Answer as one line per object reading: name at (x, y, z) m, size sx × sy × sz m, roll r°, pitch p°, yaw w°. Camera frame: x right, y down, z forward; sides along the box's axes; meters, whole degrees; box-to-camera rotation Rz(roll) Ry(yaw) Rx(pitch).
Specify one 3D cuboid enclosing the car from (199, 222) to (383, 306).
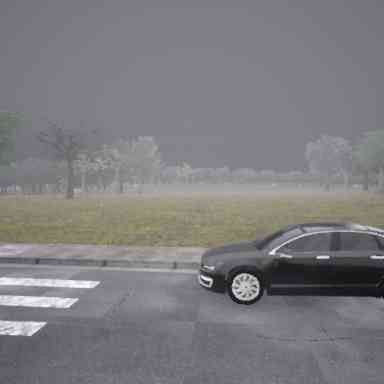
car at (2.588, 1.419, 7.096) m, size 4.892 × 1.490 × 1.837 m, roll 0°, pitch 1°, yaw 6°
